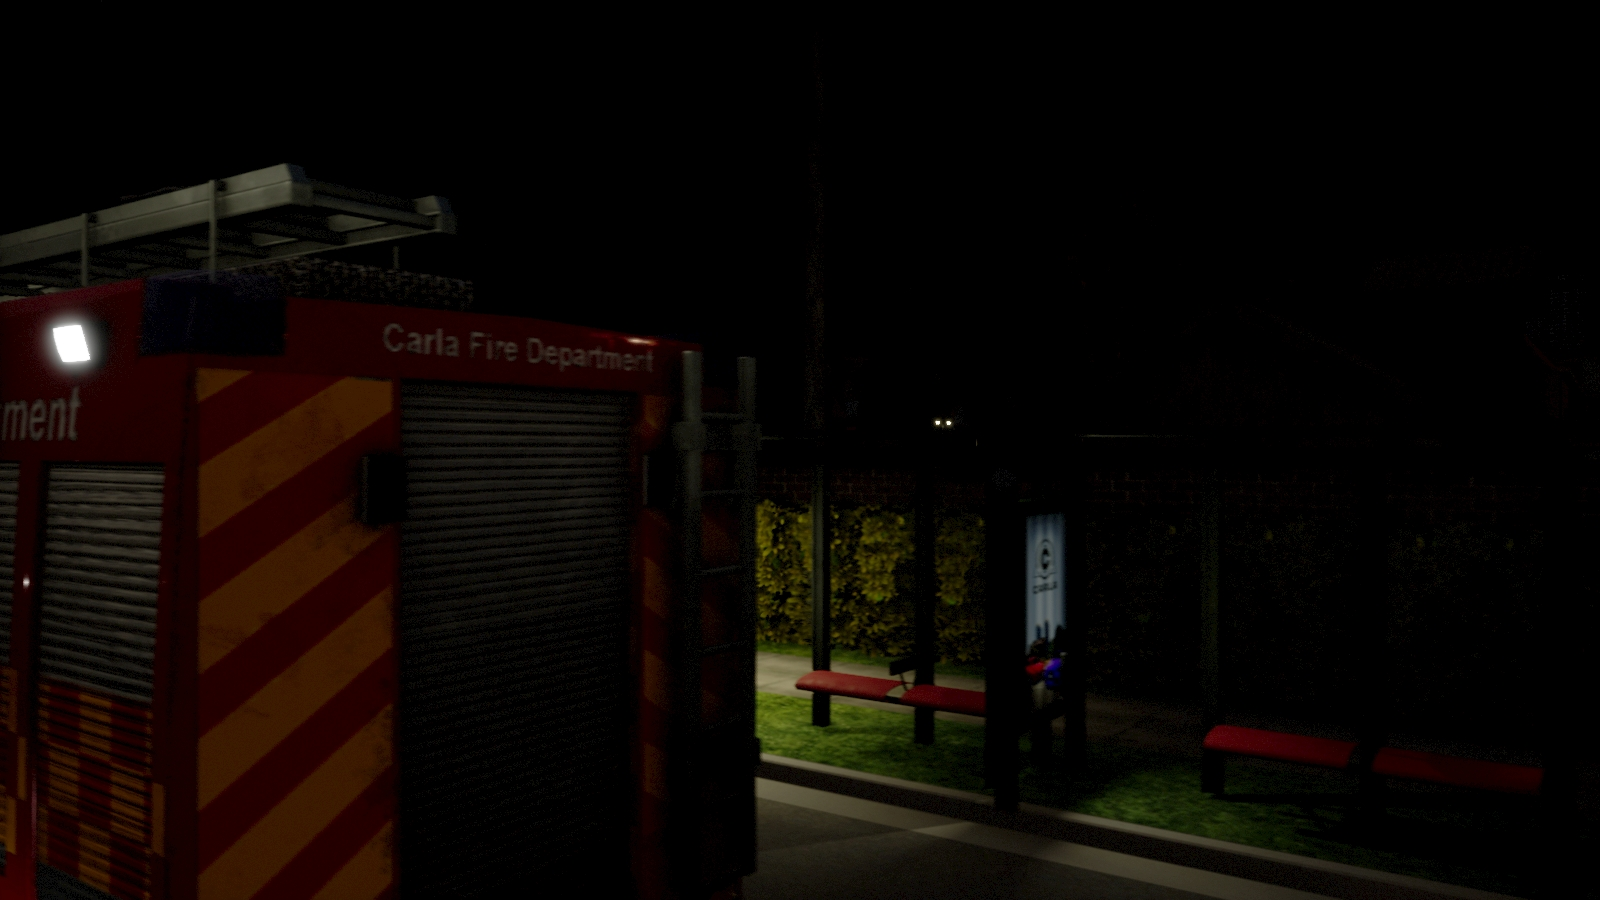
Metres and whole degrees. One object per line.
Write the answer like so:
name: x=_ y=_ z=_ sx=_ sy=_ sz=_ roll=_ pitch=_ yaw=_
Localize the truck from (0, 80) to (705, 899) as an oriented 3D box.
truck: x=-4.755 y=0.883 z=6.790 sx=8.468 sy=3.827 sz=2.891 roll=0 pitch=0 yaw=35
